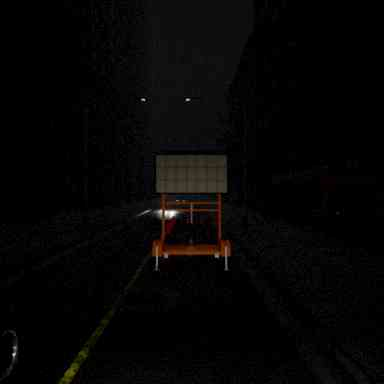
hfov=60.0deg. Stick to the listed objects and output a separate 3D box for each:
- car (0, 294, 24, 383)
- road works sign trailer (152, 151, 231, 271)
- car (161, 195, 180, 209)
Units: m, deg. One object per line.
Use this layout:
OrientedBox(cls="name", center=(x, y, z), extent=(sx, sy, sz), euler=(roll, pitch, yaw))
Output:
OrientedBox(cls="car", center=(-3.102, 1.564, 2.488), extent=(1.994, 1.385, 4.181), euler=(0, 0, 0))
OrientedBox(cls="road works sign trailer", center=(-0.014, 0.468, 10.927), extent=(2.380, 3.560, 2.880), euler=(0, 0, 0))
OrientedBox(cls="car", center=(-3.163, 1.528, 45.947), extent=(2.128, 1.511, 4.902), euler=(0, 0, 0))
